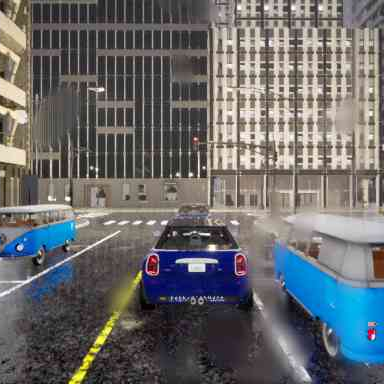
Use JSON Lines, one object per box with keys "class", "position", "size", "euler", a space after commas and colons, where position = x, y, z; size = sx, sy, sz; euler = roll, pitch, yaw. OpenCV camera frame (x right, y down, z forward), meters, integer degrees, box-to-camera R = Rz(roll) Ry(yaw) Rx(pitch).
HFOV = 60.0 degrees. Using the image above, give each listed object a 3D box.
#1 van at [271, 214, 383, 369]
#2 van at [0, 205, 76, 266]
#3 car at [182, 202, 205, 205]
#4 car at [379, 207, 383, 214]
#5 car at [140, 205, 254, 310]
{"class": "van", "position": [2.557, 1.343, 5.605], "size": [1.690, 1.788, 3.998], "euler": [0, 0, 0]}
{"class": "van", "position": [-5.336, 1.346, 11.272], "size": [1.690, 1.788, 3.998], "euler": [0, 0, 0]}
{"class": "car", "position": [0.084, 1.360, 18.004], "size": [2.097, 1.767, 4.553], "euler": [0, 0, 0]}
{"class": "car", "position": [18.979, 1.492, 29.029], "size": [4.829, 1.417, 1.752], "euler": [0, 0, 0]}
{"class": "car", "position": [0.083, 1.355, 7.978], "size": [2.097, 1.767, 4.553], "euler": [0, 0, 0]}
